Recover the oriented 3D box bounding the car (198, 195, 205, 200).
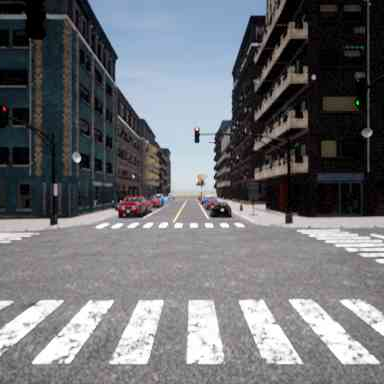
[{"bbox_3d":[2.582,1.484,91.272,1.887,1.381,4.507,0,0,0],"label":"car"}]

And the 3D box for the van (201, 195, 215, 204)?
[{"bbox_3d":[2.575,1.322,46.855,1.690,1.788,3.998,0,0,0],"label":"van"}]

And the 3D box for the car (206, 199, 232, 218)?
[{"bbox_3d":[2.572,1.557,30.199,1.947,1.339,4.313,0,0,0],"label":"car"}]

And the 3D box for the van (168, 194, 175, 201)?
[{"bbox_3d":[-5.298,1.287,85.720,1.690,1.788,3.998,0,0,0],"label":"van"}]

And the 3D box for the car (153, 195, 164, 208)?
[{"bbox_3d":[-5.305,1.525,46.856,1.887,1.381,4.507,0,0,0],"label":"car"}]

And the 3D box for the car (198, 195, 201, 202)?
[{"bbox_3d":[2.577,1.412,57.959,1.967,1.590,4.097,0,0,0],"label":"car"}]

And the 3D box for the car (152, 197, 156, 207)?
[{"bbox_3d":[-5.308,1.533,35.752,1.887,1.381,4.507,0,0,0],"label":"car"}]

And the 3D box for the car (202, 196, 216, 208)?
[{"bbox_3d":[2.574,1.566,41.303,1.802,1.307,4.206,0,0,0],"label":"car"}]

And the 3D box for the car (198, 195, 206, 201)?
[{"bbox_3d":[2.581,1.491,85.719,1.887,1.381,4.507,0,0,0],"label":"car"}]

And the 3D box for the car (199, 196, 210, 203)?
[{"bbox_3d":[2.579,1.514,69.064,2.008,1.369,4.403,0,0,0],"label":"car"}]

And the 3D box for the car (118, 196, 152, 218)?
[{"bbox_3d":[-5.308,1.306,30.200,2.192,1.841,5.009,0,0,0],"label":"car"}]
